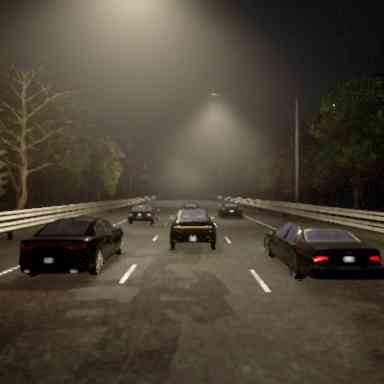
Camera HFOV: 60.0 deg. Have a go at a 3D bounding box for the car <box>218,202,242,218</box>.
[{"bbox_3d":[3.396,1.621,30.582,1.994,1.385,4.181,0,0,-1],"label":"car"}]

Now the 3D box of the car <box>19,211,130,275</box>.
[{"bbox_3d":[-3.461,1.501,10.514,1.882,1.535,5.008,0,0,0],"label":"car"}]

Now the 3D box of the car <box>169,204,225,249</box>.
[{"bbox_3d":[0.035,1.522,14.676,2.128,1.511,4.902,0,0,0],"label":"car"}]

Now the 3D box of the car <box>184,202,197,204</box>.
[{"bbox_3d":[-0.103,1.621,30.418,1.994,1.385,4.181,0,0,-1],"label":"car"}]

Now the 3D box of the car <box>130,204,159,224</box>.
[{"bbox_3d":[-3.561,1.597,24.987,2.033,1.411,5.357,0,0,0],"label":"car"}]

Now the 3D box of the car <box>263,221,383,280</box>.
[{"bbox_3d":[3.540,1.569,10.003,2.033,1.411,5.357,0,0,0],"label":"car"}]
